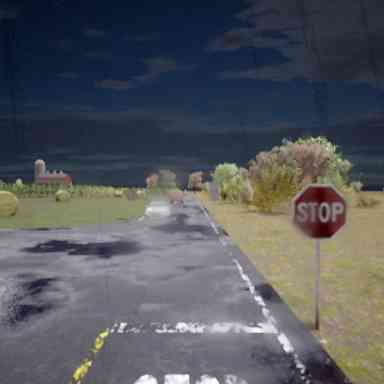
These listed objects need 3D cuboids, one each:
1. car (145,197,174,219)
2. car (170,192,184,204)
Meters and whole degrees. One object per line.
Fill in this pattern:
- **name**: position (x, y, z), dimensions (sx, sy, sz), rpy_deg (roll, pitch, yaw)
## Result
- **car**: position (-2.766, 1.477, 27.779), dimensions (1.812, 1.442, 4.674), rpy_deg (0, 1, 1)
- **car**: position (-2.741, 0.960, 60.587), dimensions (2.150, 2.045, 5.566), rpy_deg (0, 0, 0)
